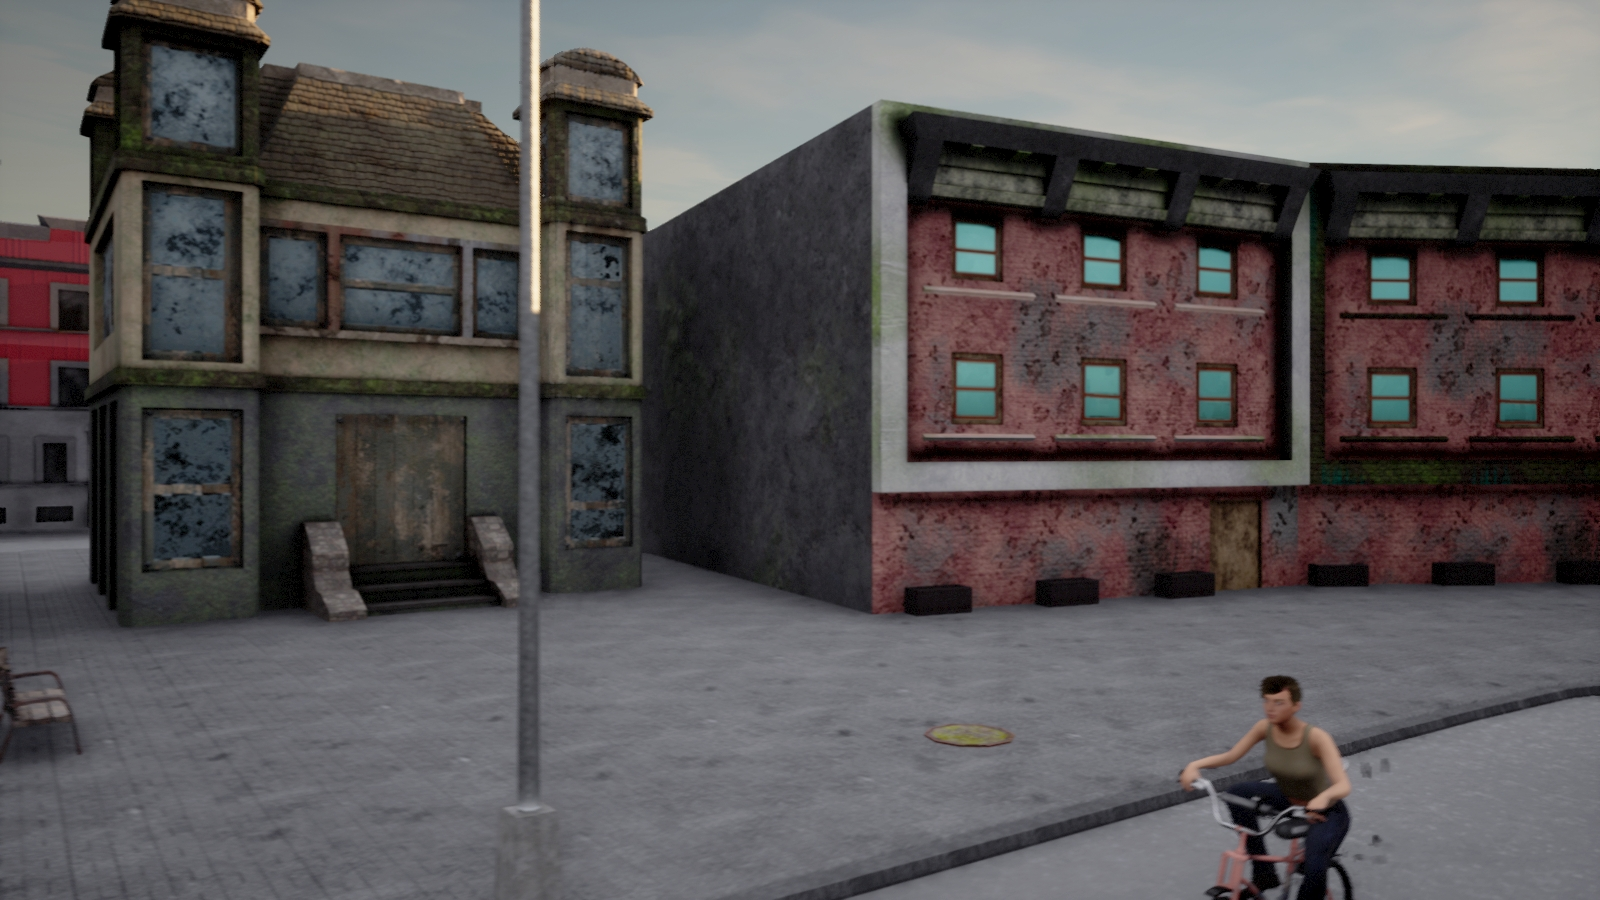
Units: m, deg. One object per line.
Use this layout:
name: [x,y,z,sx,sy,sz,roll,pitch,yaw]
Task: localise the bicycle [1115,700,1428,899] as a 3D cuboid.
bicycle: [2.510,2.036,6.057,1.487,1.080,0.859,0,0,-35]
